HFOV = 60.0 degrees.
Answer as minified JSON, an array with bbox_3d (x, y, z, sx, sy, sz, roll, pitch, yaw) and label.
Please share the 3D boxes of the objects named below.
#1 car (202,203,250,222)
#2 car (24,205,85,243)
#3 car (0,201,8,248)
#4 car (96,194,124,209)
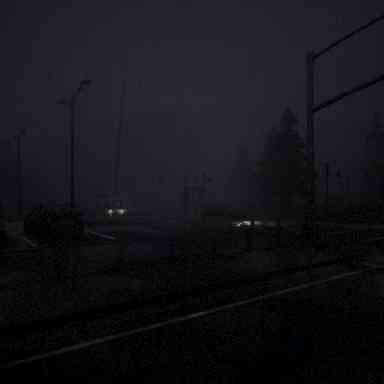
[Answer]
[{"bbox_3d":[2.679,1.563,26.750,1.994,1.385,4.181,0,0,-36],"label":"car"},{"bbox_3d":[-6.392,1.340,15.297,2.007,1.523,4.514,0,0,-36],"label":"car"},{"bbox_3d":[-8.901,1.330,13.414,2.152,1.636,5.027,0,0,-36],"label":"car"},{"bbox_3d":[-11.374,1.226,45.882,2.150,2.045,5.566,0,0,-36],"label":"car"}]
